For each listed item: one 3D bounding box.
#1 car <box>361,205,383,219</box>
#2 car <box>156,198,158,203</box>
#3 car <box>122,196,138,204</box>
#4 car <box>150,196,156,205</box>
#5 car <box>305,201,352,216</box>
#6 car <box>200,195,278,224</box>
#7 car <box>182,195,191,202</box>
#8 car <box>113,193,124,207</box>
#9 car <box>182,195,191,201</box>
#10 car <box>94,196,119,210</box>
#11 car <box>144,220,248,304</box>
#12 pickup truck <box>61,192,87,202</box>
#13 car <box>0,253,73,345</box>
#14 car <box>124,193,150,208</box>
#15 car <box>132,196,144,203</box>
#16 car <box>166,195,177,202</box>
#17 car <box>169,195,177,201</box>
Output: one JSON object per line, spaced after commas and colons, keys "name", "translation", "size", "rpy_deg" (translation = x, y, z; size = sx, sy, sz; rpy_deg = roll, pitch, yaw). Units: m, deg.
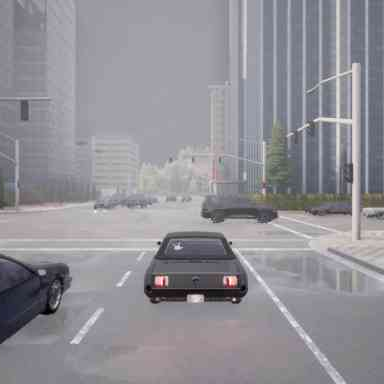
{"name": "car", "translation": [16.944, 1.601, 28.013], "size": [4.718, 1.301, 1.895], "rpy_deg": [0, 0, 0]}
{"name": "car", "translation": [-8.115, 1.564, 67.926], "size": [1.994, 1.385, 4.181], "rpy_deg": [0, 0, 0]}
{"name": "car", "translation": [-11.586, 1.491, 62.564], "size": [2.128, 1.511, 4.902], "rpy_deg": [0, 0, -1]}
{"name": "car", "translation": [-8.040, 1.352, 57.880], "size": [2.097, 1.767, 4.553], "rpy_deg": [0, 0, -1]}
{"name": "car", "translation": [13.590, 1.547, 31.520], "size": [5.357, 1.411, 2.033], "rpy_deg": [0, 0, -3]}
{"name": "car", "translation": [3.351, 1.221, 24.193], "size": [5.566, 2.045, 2.150], "rpy_deg": [0, 0, -1]}
{"name": "car", "translation": [-1.213, 1.553, 74.960], "size": [1.994, 1.385, 4.181], "rpy_deg": [0, 0, -1]}
{"name": "car", "translation": [-11.468, 1.221, 52.617], "size": [2.150, 2.045, 5.566], "rpy_deg": [0, 0, -1]}
{"name": "car", "translation": [-1.369, 1.540, 84.735], "size": [2.033, 1.411, 5.357], "rpy_deg": [0, 0, -1]}
{"name": "car", "translation": [-11.333, 1.564, 43.283], "size": [1.994, 1.385, 4.181], "rpy_deg": [0, 0, -1]}
{"name": "car", "translation": [0.068, 1.601, 8.115], "size": [1.895, 1.301, 4.718], "rpy_deg": [0, 0, 0]}
{"name": "pickup truck", "translation": [-24.755, 1.059, 69.176], "size": [2.390, 2.098, 6.274], "rpy_deg": [0, 0, 30]}
{"name": "car", "translation": [-3.435, 1.547, 4.519], "size": [2.033, 1.411, 5.357], "rpy_deg": [0, 0, 0]}
{"name": "car", "translation": [-7.912, 1.221, 48.130], "size": [2.150, 2.045, 5.566], "rpy_deg": [0, 0, -1]}
{"name": "car", "translation": [-11.683, 1.546, 72.544], "size": [1.994, 1.385, 4.181], "rpy_deg": [0, 0, -1]}
{"name": "car", "translation": [-4.703, 1.500, 74.500], "size": [1.837, 1.490, 4.892], "rpy_deg": [0, 0, -1]}
{"name": "car", "translation": [-4.868, 1.524, 84.667], "size": [1.812, 1.442, 4.674], "rpy_deg": [0, 0, -1]}
